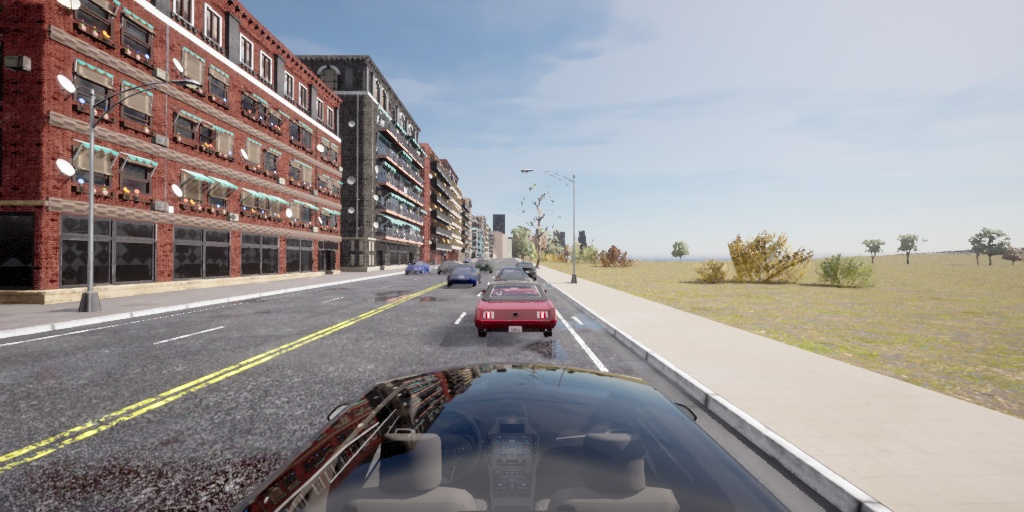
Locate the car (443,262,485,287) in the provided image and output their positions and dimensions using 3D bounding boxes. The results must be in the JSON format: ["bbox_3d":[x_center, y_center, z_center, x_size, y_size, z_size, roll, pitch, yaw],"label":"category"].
[{"bbox_3d":[-3.221,1.317,24.783,1.994,1.385,4.181,0,0,0],"label":"car"}]

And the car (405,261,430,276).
[{"bbox_3d":[-9.964,1.279,38.228,1.812,1.442,4.674,0,0,0],"label":"car"}]

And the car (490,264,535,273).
[{"bbox_3d":[0.034,1.317,20.277,1.994,1.385,4.181,0,0,0],"label":"car"}]

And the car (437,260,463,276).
[{"bbox_3d":[-6.714,1.258,38.172,1.837,1.490,4.892,0,0,0],"label":"car"}]

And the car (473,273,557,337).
[{"bbox_3d":[0.074,1.352,10.246,1.895,1.301,4.718,0,0,0],"label":"car"}]

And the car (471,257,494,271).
[{"bbox_3d":[-3.275,1.107,42.800,2.097,1.767,4.553,0,0,0],"label":"car"}]

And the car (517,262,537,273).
[{"bbox_3d":[1.049,1.259,30.270,1.837,1.490,4.892,0,0,0],"label":"car"}]
